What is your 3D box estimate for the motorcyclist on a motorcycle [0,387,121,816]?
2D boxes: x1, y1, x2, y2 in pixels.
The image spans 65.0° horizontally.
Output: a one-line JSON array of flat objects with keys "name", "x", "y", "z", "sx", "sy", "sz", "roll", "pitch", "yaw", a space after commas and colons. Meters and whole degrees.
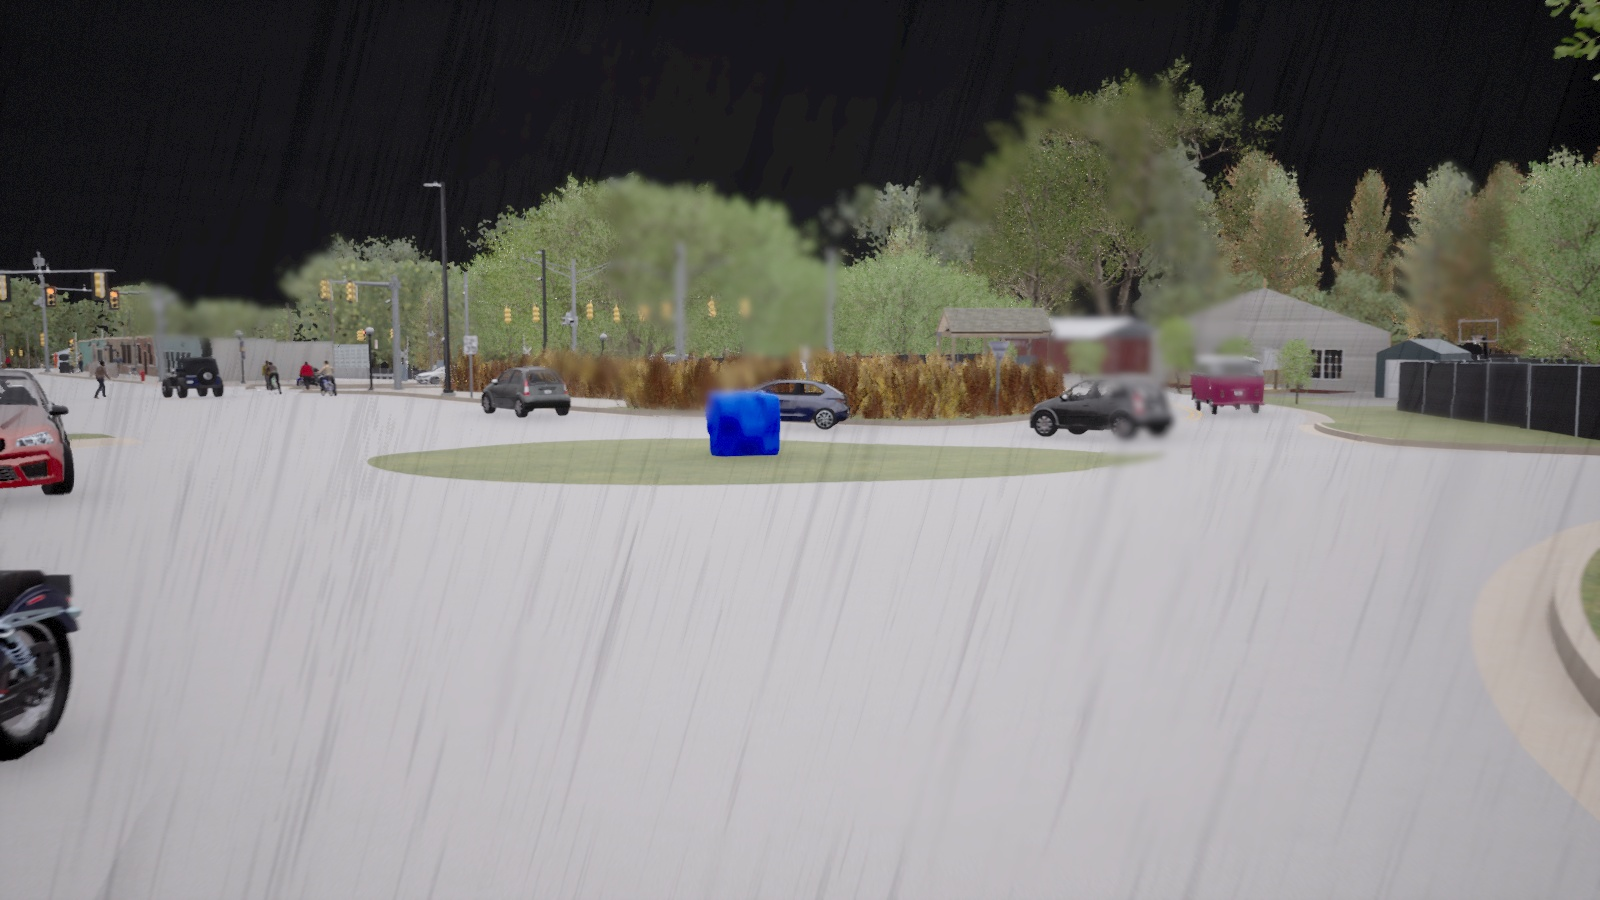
[{"name": "motorcyclist on a motorcycle", "x": -3.462, "y": 0.601, "z": 4.516, "sx": 0.766, "sy": 1.649, "sz": 2.350, "roll": 0, "pitch": 3, "yaw": -1}]

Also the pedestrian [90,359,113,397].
[{"name": "pedestrian", "x": -33.232, "y": -3.426, "z": 59.739, "sx": 0.328, "sy": 1.805, "sz": 0.869, "roll": 3, "pitch": 6, "yaw": 27}]

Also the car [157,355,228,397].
[{"name": "car", "x": -28.607, "y": -3.474, "z": 59.119, "sx": 1.905, "sy": 1.878, "sz": 3.866, "roll": -5, "pitch": 6, "yaw": -42}]

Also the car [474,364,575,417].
[{"name": "car", "x": -9.373, "y": -2.069, "z": 42.577, "sx": 1.851, "sy": 1.617, "sz": 3.988, "roll": -4, "pitch": 7, "yaw": -36}]

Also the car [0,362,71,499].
[{"name": "car", "x": -11.398, "y": -0.357, "z": 17.308, "sx": 2.242, "sy": 1.667, "sz": 4.611, "roll": -3, "pitch": 5, "yaw": -30}]

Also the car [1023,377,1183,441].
[{"name": "car", "x": 8.339, "y": -1.188, "z": 34.838, "sx": 1.851, "sy": 1.617, "sz": 3.988, "roll": -4, "pitch": 5, "yaw": -40}]

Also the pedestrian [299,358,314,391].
[{"name": "pedestrian", "x": -28.372, "y": -4.353, "z": 72.231, "sx": 0.634, "sy": 1.844, "sz": 0.899, "roll": -3, "pitch": 6, "yaw": -29}]

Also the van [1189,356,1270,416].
[{"name": "van", "x": 15.305, "y": -2.326, "z": 44.979, "sx": 1.775, "sy": 1.987, "sz": 4.442, "roll": 0, "pitch": 5, "yaw": 6}]

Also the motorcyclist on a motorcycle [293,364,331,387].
[{"name": "motorcyclist on a motorcycle", "x": -32.773, "y": -4.994, "z": 84.366, "sx": 2.191, "sy": 1.530, "sz": 0.866, "roll": -3, "pitch": 4, "yaw": -42}]

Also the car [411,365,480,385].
[{"name": "car", "x": -26.669, "y": -5.677, "z": 94.602, "sx": 1.812, "sy": 1.442, "sz": 4.674, "roll": 3, "pitch": 6, "yaw": 44}]

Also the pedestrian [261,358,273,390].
[{"name": "pedestrian", "x": -31.386, "y": -4.481, "z": 73.938, "sx": 0.431, "sy": 1.840, "sz": 0.709, "roll": -4, "pitch": 7, "yaw": -39}]

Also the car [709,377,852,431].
[{"name": "car", "x": -0.566, "y": -1.450, "z": 38.692, "sx": 4.193, "sy": 1.474, "sz": 1.816, "roll": 2, "pitch": 5, "yaw": 7}]
